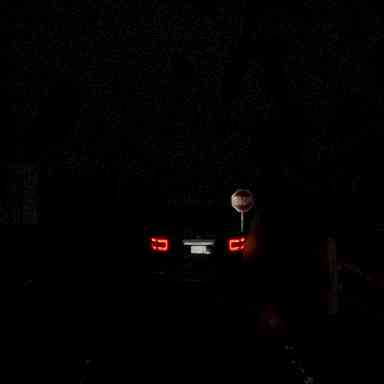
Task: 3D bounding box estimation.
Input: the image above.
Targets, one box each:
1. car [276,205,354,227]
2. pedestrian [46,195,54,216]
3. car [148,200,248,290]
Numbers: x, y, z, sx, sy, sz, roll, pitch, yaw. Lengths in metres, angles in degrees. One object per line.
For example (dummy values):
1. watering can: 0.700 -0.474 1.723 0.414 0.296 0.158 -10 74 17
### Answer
1. car: 8.242 1.639 22.392 5.008 1.535 1.882 1 -1 0
2. pedestrian: -12.094 1.140 28.368 0.375 1.860 0.375 0 -2 0
3. car: 0.116 1.223 9.209 2.150 2.045 5.566 0 0 0
